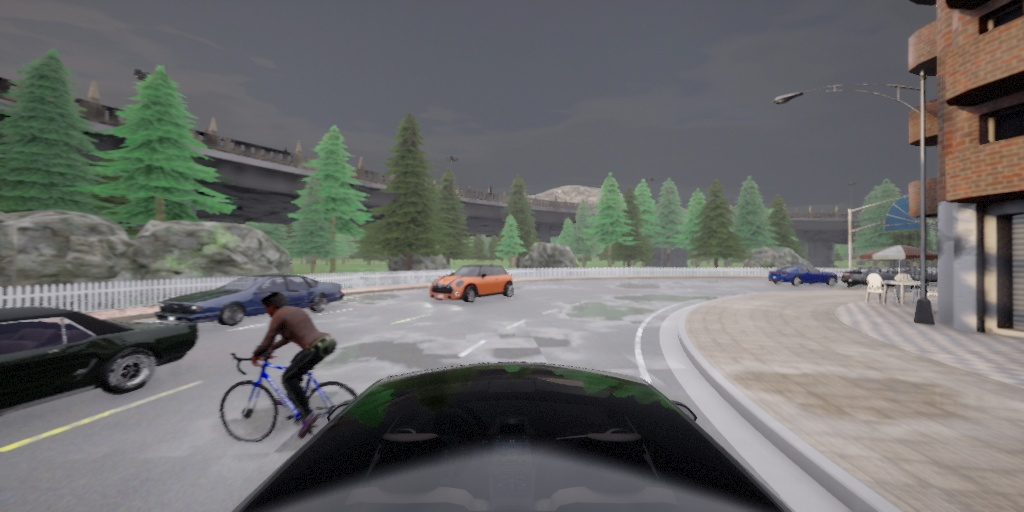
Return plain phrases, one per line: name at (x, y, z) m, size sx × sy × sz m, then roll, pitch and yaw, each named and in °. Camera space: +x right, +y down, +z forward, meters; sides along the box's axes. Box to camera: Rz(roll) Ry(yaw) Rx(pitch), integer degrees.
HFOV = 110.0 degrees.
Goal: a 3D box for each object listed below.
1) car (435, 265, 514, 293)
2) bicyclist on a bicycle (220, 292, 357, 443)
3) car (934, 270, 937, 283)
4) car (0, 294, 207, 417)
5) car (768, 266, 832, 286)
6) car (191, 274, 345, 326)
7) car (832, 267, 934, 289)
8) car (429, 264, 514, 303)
car at (-2.246, 1.387, 22.945) m, size 2.128 × 1.511 × 4.902 m, roll 0°, pitch -1°, yaw 40°
bicyclist on a bicycle at (-2.361, 1.208, 3.809) m, size 1.656 × 1.620 × 0.582 m, roll -2°, pitch -1°, yaw 6°
car at (33.222, 1.607, 29.330) m, size 4.902 × 1.511 × 2.128 m, roll 0°, pitch 0°, yaw -4°
car at (-6.614, 1.336, 4.027) m, size 1.895 × 1.301 × 4.718 m, roll 0°, pitch 0°, yaw 8°
car at (23.004, 1.536, 28.396) m, size 5.008 × 1.535 × 1.882 m, roll 0°, pitch 0°, yaw -7°
car at (-8.356, 1.335, 12.253) m, size 2.033 × 1.411 × 5.357 m, roll 0°, pitch 0°, yaw 20°
car at (26.047, 1.539, 25.261) m, size 4.902 × 1.511 × 2.128 m, roll 1°, pitch 0°, yaw -5°
car at (-1.862, 1.211, 17.550) m, size 2.097 × 1.767 × 4.553 m, roll 0°, pitch -1°, yaw 34°
